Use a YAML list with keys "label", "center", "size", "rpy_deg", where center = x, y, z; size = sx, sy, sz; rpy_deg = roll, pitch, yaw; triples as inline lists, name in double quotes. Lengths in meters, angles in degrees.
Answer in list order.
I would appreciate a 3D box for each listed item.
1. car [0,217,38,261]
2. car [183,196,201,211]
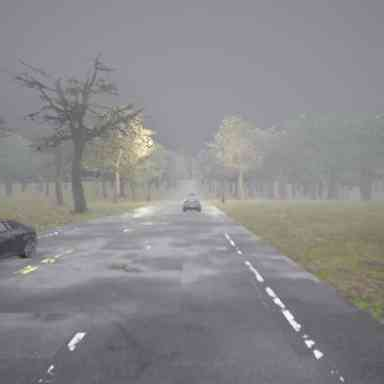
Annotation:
- label: "car"
  center: [-6.426, 1.515, 9.906]
  size: [1.812, 1.442, 4.674]
  rpy_deg: [0, 0, 5]
- label: "car"
  center: [-0.009, 1.462, 38.689]
  size: [1.994, 1.385, 4.181]
  rpy_deg: [0, 0, 0]
